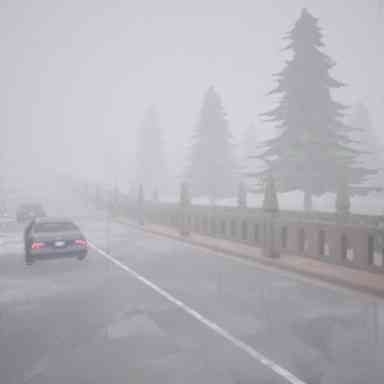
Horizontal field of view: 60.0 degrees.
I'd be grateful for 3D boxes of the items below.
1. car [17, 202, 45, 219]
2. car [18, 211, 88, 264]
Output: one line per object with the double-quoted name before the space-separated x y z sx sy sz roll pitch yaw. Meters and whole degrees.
"car" -12.700 1.500 26.263 1.994 1.385 4.181 0 2 -28
"car" -5.195 1.640 12.326 2.033 1.411 5.357 0 0 -28
